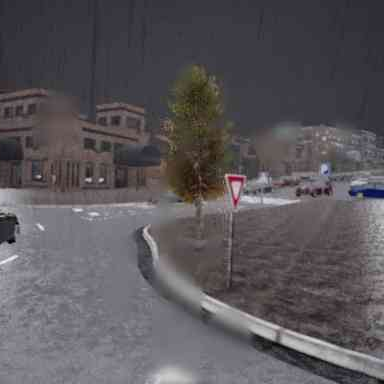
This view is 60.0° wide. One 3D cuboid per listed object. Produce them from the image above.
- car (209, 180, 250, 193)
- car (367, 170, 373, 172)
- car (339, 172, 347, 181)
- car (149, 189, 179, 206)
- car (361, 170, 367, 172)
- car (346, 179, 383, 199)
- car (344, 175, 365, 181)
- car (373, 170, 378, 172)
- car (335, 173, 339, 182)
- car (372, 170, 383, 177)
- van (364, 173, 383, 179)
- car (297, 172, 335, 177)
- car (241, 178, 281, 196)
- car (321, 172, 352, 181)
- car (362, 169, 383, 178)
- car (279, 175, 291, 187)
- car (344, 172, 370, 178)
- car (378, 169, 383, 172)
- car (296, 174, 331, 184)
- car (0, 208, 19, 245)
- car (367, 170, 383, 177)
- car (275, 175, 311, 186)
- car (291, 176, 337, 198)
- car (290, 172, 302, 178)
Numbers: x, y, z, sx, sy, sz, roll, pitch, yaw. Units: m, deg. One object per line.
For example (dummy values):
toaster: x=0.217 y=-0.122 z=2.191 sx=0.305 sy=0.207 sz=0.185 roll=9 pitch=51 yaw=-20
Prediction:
car: x=4.735 y=-0.724 z=42.316 sx=4.674 sy=1.452 sz=2.002 roll=0 pitch=4 yaw=28
car: x=33.430 y=-3.431 z=67.453 sx=5.008 sy=1.535 sz=2.097 roll=0 pitch=5 yaw=29
car: x=24.617 y=-2.584 z=59.755 sx=4.792 sy=1.488 sz=2.163 roll=0 pitch=4 yaw=29
car: x=-1.796 y=0.400 z=29.749 sx=4.181 sy=1.385 sz=1.994 roll=-3 pitch=5 yaw=-40
car: x=31.219 y=-3.225 z=65.531 sx=4.892 sy=1.521 sz=2.231 roll=0 pitch=5 yaw=29
car: x=17.168 y=-0.110 z=30.671 sx=5.008 sy=1.535 sz=2.097 roll=2 pitch=6 yaw=30
car: x=21.251 y=-0.902 z=39.751 sx=1.812 sy=1.442 sz=4.674 roll=-5 pitch=5 yaw=-35
car: x=35.659 y=-3.757 z=69.349 sx=4.553 sy=1.767 sz=2.185 roll=0 pitch=5 yaw=29
car: x=22.379 y=-2.410 z=57.847 sx=5.008 sy=1.535 sz=2.097 roll=0 pitch=4 yaw=29
car: x=44.498 y=-4.387 z=77.034 sx=5.008 sy=1.535 sz=2.097 roll=0 pitch=4 yaw=29
van: x=19.579 y=-0.537 z=32.492 sx=4.442 sy=1.987 sz=1.878 roll=2 pitch=6 yaw=30
car: x=17.026 y=-1.442 z=45.698 sx=4.553 sy=1.767 sz=2.097 roll=-4 pitch=5 yaw=-36
car: x=7.686 y=-0.463 z=38.062 sx=4.892 sy=1.490 sz=1.837 roll=-5 pitch=6 yaw=-41
car: x=26.793 y=-2.819 z=61.700 sx=5.008 sy=1.535 sz=2.097 roll=0 pitch=4 yaw=29
car: x=40.087 y=-4.146 z=73.177 sx=4.553 sy=1.767 sz=2.185 roll=0 pitch=5 yaw=29
car: x=11.328 y=-1.353 z=48.168 sx=4.792 sy=1.488 sz=2.163 roll=0 pitch=5 yaw=29
car: x=26.693 y=-2.046 z=53.099 sx=4.181 sy=1.385 sz=1.994 roll=-5 pitch=6 yaw=-41
car: x=37.855 y=-3.791 z=71.301 sx=4.674 sy=1.452 sz=2.002 roll=0 pitch=4 yaw=29
car: x=20.344 y=-2.207 z=55.822 sx=5.366 sy=1.575 sz=1.946 roll=0 pitch=4 yaw=29
car: x=-6.693 y=1.071 z=10.089 sx=2.128 sy=1.511 sz=4.902 roll=2 pitch=1 yaw=-15
car: x=42.290 y=-4.208 z=75.114 sx=5.008 sy=1.535 sz=2.097 roll=0 pitch=4 yaw=29
car: x=15.767 y=-1.795 z=52.049 sx=5.008 sy=1.535 sz=2.097 roll=0 pitch=4 yaw=29
car: x=12.697 y=-0.457 z=34.534 sx=4.553 sy=1.767 sz=2.097 roll=-5 pitch=6 yaw=-40
car: x=13.583 y=-1.713 z=50.072 sx=4.553 sy=1.767 sz=2.185 roll=0 pitch=5 yaw=29
